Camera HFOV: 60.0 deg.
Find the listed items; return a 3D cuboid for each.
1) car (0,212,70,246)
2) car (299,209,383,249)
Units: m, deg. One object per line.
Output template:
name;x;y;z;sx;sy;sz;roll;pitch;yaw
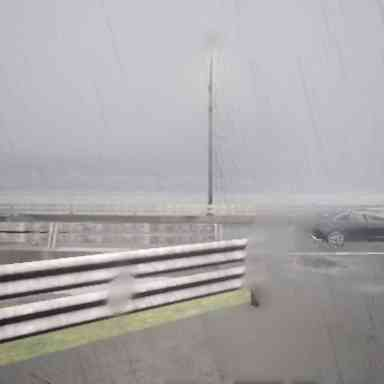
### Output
car;-7.908;1.569;14.761;4.718;1.301;1.895;0;0;7
car;7.045;1.477;13.995;4.902;1.511;2.128;0;0;-1
